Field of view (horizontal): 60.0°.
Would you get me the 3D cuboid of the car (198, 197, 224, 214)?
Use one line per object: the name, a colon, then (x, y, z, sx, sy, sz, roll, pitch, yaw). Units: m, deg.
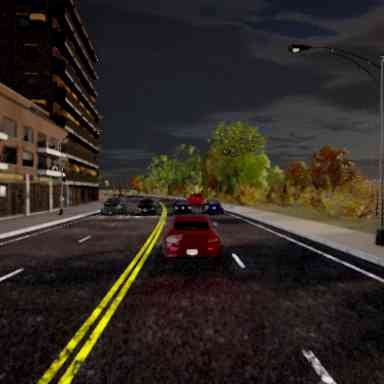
car: (2.085, 1.538, 34.943, 1.994, 1.385, 4.181, 0, 0, -4)

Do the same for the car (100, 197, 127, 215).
car: (-7.754, 1.360, 33.280, 2.097, 1.767, 4.553, 0, 0, -4)

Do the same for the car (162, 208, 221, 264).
car: (-0.050, 1.524, 11.683, 1.812, 1.442, 4.674, 0, 0, -1)

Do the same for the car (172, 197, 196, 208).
car: (-1.027, 1.534, 33.675, 2.033, 1.411, 5.357, 0, 0, -4)

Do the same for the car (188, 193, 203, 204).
car: (0.593, 1.183, 51.335, 2.150, 2.045, 5.566, 0, 0, -6)

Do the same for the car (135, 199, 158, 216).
car: (-4.498, 1.502, 33.313, 1.837, 1.490, 4.892, 0, 0, -4)
